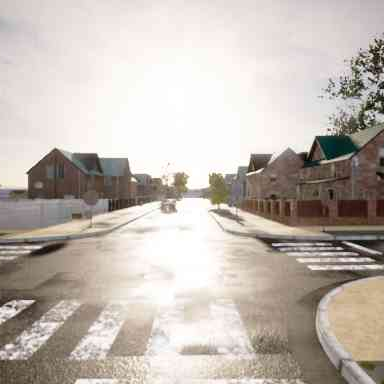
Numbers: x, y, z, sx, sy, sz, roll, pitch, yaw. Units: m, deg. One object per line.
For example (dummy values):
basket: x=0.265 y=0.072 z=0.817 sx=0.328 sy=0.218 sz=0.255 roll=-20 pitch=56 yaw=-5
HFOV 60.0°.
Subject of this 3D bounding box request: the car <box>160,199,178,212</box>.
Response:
car: x=-2.732 y=1.566 z=39.344 sx=2.128 sy=1.511 sz=4.902 roll=0 pitch=0 yaw=0
